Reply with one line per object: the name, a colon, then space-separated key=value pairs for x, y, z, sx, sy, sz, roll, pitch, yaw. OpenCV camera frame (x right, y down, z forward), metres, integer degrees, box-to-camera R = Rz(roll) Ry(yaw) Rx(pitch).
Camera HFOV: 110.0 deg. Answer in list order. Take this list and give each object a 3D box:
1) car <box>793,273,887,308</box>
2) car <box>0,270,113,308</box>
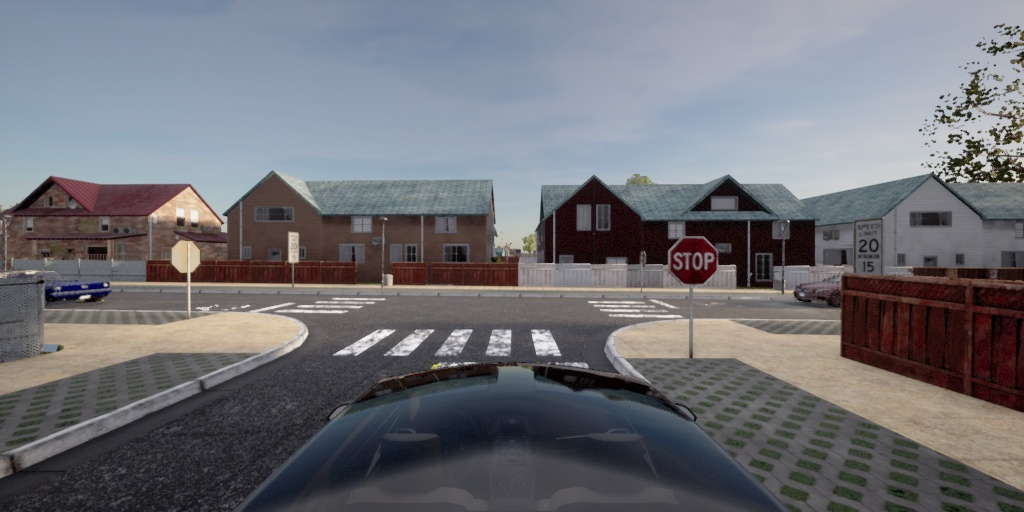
car: x=14.909 y=1.435 z=15.484 sx=4.674 sy=1.442 sz=1.812 roll=1 pitch=0 yaw=1
car: x=-18.009 y=1.187 z=13.317 sx=4.718 sy=1.301 sz=1.895 roll=1 pitch=0 yaw=1
